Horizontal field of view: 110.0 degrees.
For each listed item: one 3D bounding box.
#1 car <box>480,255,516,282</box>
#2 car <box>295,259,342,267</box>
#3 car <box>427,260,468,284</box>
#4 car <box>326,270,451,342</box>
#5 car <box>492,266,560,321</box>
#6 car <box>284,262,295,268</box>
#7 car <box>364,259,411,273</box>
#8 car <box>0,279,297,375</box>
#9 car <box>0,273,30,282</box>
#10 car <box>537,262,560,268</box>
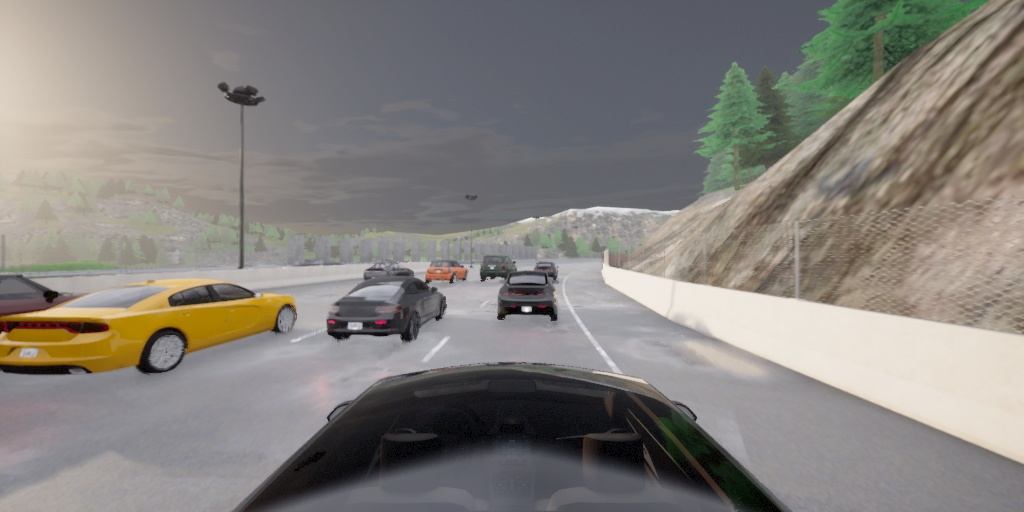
[{"bbox_3d":[-1.007,0.969,28.697,2.150,2.045,5.566,0,0,9],"label":"car"},{"bbox_3d":[-23.140,1.238,43.815,2.033,1.411,5.357,0,0,13],"label":"car"},{"bbox_3d":[-4.793,1.090,26.964,2.097,1.767,4.553,0,0,9],"label":"car"},{"bbox_3d":[-3.113,1.268,9.650,1.812,1.442,4.674,0,0,3],"label":"car"},{"bbox_3d":[0.588,1.256,12.575,1.837,1.490,4.892,0,0,4],"label":"car"},{"bbox_3d":[-26.336,1.173,45.398,2.128,1.511,4.902,0,0,13],"label":"car"},{"bbox_3d":[-8.589,1.220,25.341,2.128,1.511,4.902,0,0,8],"label":"car"},{"bbox_3d":[-6.704,1.210,7.516,1.882,1.535,5.008,0,0,2],"label":"car"},{"bbox_3d":[-10.223,1.076,6.780,2.097,1.767,4.553,0,0,2],"label":"car"},{"bbox_3d":[2.959,1.263,30.865,1.837,1.490,4.892,0,0,10],"label":"car"}]
